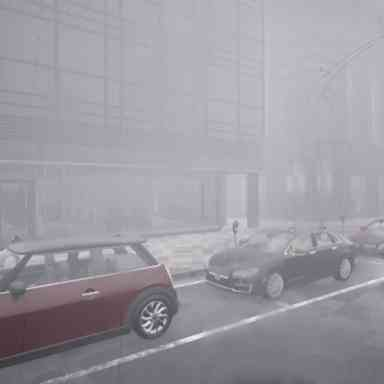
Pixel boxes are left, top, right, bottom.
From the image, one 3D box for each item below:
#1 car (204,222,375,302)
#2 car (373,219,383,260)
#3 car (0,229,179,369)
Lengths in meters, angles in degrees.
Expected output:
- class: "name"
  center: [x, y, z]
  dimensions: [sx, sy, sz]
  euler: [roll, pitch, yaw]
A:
- class: "car"
  center: [2.308, 1.545, 8.170]
  dimensions: [4.403, 1.369, 2.008]
  euler: [0, 0, -35]
- class: "car"
  center: [6.914, 1.572, 11.441]
  dimensions: [4.206, 1.307, 1.802]
  euler: [0, 0, -35]
- class: "car"
  center: [-2.298, 1.439, 4.900]
  dimensions: [4.097, 1.590, 1.967]
  euler: [0, 0, -35]
